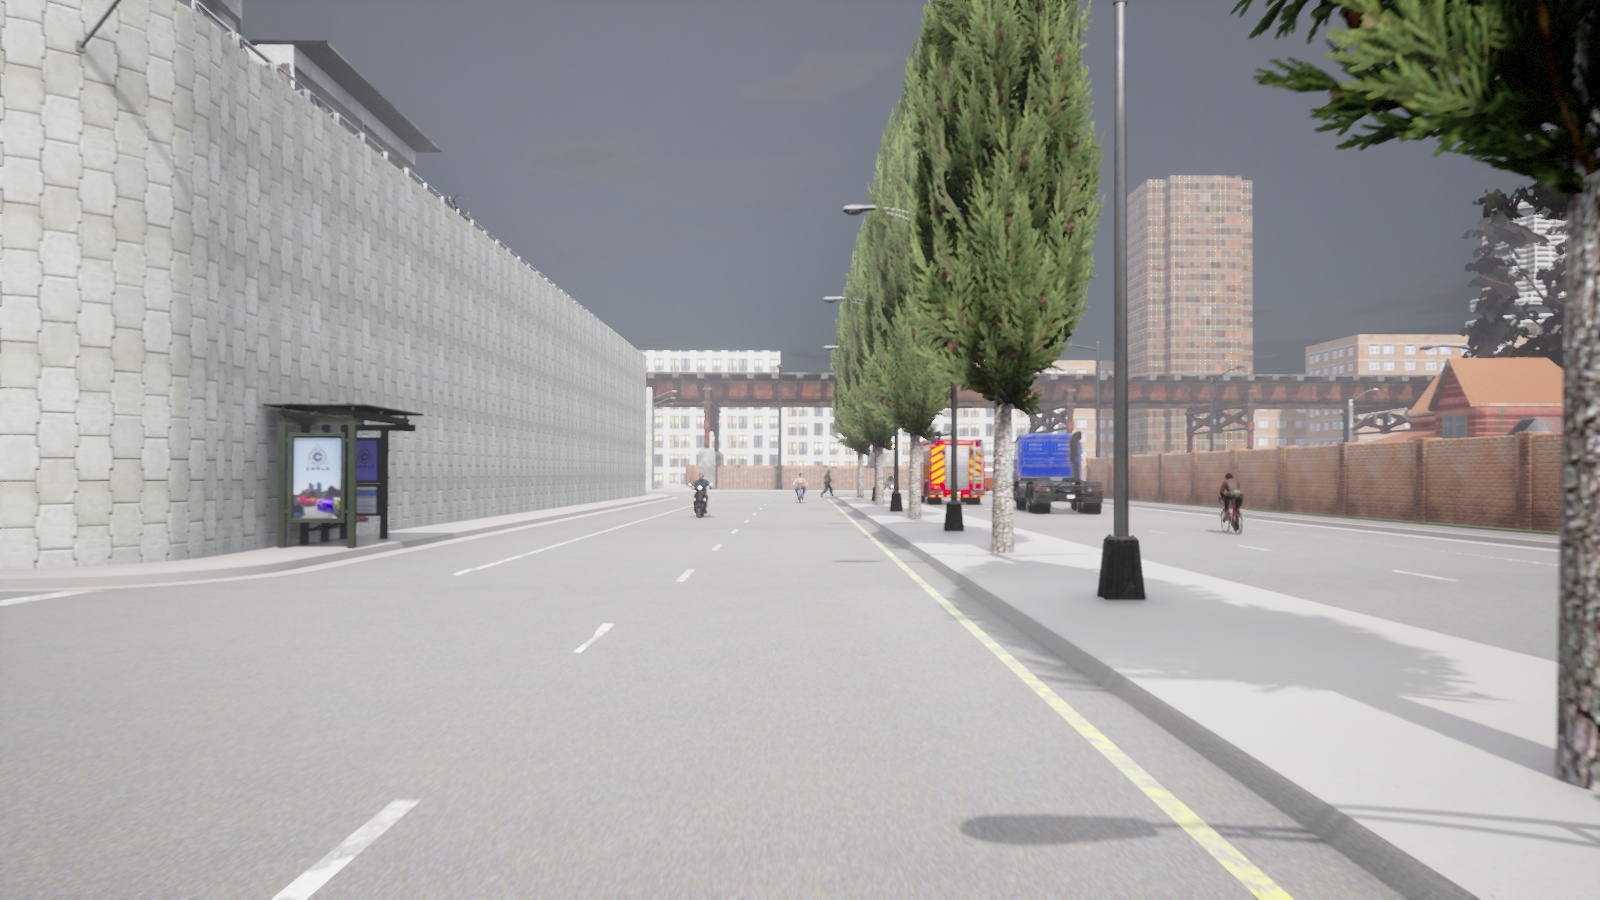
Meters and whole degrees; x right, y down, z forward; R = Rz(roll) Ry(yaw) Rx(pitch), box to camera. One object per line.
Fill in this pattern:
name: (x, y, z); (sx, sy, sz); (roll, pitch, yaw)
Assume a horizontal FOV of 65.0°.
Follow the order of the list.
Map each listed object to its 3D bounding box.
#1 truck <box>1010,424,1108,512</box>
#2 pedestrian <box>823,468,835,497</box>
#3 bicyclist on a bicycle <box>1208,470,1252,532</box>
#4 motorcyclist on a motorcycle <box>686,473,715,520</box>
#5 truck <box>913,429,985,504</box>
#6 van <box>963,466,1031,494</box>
truck: (10.867, 0.788, 53.458); (2.891, 3.462, 7.936); (0, -1, 3)
pedestrian: (1.839, 2.048, 79.338); (0.694, 1.848, 0.540); (0, -1, -11)
bicyclist on a bicycle: (11.509, 1.347, 33.652); (0.582, 1.620, 1.656); (0, -1, 0)
motorcyclist on a motorcycle: (-3.489, 1.624, 44.288); (0.866, 1.590, 1.817); (0, -1, 0)
truck: (8.008, 0.903, 68.500); (2.891, 3.827, 8.468); (0, -1, 0)
van: (14.509, 2.211, 92.619); (4.480, 2.038, 2.069); (0, -2, -13)
